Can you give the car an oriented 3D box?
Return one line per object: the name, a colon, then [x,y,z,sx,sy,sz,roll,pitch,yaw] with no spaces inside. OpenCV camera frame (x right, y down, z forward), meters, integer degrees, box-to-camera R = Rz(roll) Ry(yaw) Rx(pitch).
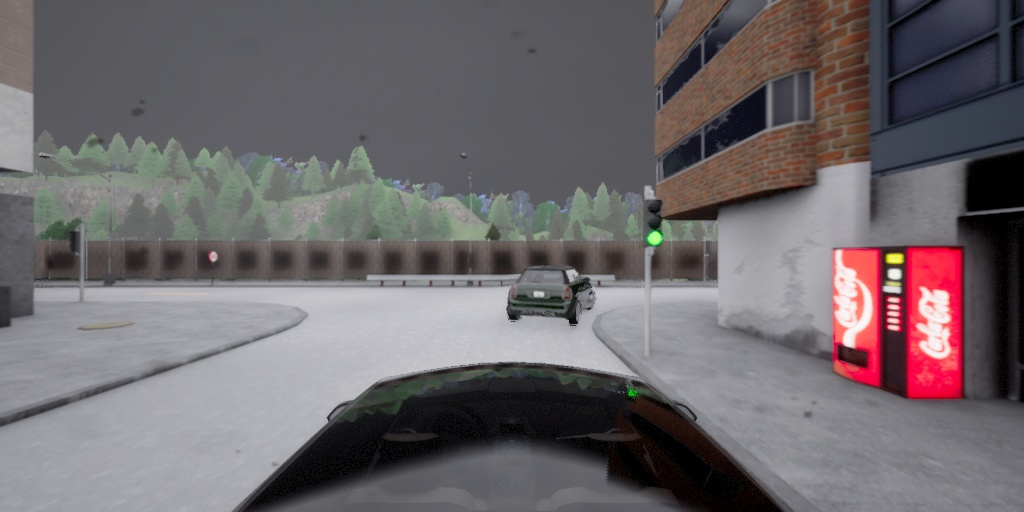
car: [1.490,1.108,12.162,2.097,1.767,4.553,0,0,20]
